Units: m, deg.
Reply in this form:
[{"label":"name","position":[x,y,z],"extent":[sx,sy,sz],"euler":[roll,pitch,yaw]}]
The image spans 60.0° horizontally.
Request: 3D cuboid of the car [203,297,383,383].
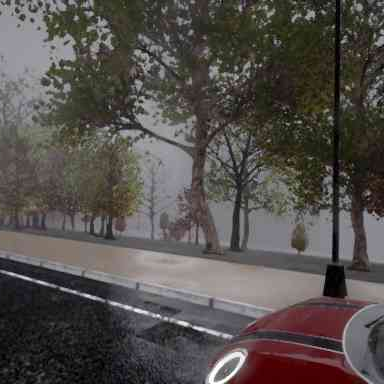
[{"label":"car","position":[2.238,1.353,2.079],"extent":[4.553,1.767,2.097],"euler":[0,0,36]}]
